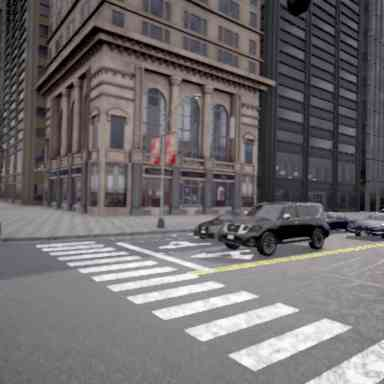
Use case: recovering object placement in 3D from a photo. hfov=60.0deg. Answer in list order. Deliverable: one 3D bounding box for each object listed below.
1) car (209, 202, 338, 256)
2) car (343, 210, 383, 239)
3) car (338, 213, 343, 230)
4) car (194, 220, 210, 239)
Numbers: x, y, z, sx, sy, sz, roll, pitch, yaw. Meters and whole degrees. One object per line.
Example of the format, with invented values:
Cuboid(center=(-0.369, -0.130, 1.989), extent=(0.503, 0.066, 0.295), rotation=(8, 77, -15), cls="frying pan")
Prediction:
Cuboid(center=(3.704, 1.449, 14.451), extent=(5.566, 2.045, 2.150), rotation=(2, -1, -37), cls="car")
Cuboid(center=(11.895, 2.032, 20.594), extent=(5.357, 1.411, 2.033), rotation=(2, -1, -37), cls="car")
Cuboid(center=(9.144, 2.045, 22.595), extent=(4.718, 1.301, 1.895), rotation=(2, -1, -37), cls="car")
Cuboid(center=(2.145, 1.788, 17.346), extent=(4.181, 1.385, 1.994), rotation=(2, -1, -37), cls="car")
